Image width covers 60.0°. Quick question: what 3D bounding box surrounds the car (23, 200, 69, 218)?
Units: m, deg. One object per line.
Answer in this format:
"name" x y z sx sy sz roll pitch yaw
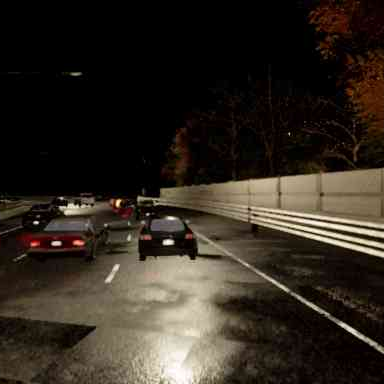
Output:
"car" -9.448 1.525 21.530 1.837 1.490 4.892 0 0 -11

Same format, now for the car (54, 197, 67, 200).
"car" -19.770 1.529 49.764 2.128 1.511 4.902 0 0 -31

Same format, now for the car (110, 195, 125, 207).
"car" -11.759 1.346 52.205 2.097 1.767 4.553 0 0 -15

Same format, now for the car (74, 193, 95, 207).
"car" -16.644 1.241 51.343 2.150 2.045 5.566 0 0 -31

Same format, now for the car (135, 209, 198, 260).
"car" -0.968 1.553 12.447 1.994 1.385 4.181 0 0 -7

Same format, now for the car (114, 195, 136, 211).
"car" -7.752 1.478 40.277 2.128 1.511 4.902 0 0 -19

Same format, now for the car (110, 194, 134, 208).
"car" -9.701 1.343 45.843 2.097 1.767 4.553 0 0 -18

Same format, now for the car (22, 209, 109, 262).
"car" -4.265 1.553 12.204 2.033 1.411 5.357 0 0 -7

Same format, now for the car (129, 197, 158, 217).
"car" -4.008 1.491 28.259 1.837 1.490 4.892 0 0 -14
